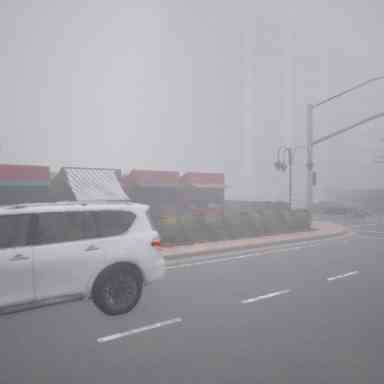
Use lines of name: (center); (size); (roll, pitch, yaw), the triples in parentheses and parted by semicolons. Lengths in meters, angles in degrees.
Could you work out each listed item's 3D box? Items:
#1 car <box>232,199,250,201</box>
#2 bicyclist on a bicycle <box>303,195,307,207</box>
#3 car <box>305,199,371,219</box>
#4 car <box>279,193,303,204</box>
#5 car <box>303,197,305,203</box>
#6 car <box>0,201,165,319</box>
car: (4.978, 1.420, 33.032); (1.882, 1.535, 5.008); (0, 0, -36)
bicyclist on a bicycle: (15.497, 1.242, 44.900); (1.656, 1.620, 0.582); (0, 0, -36)
car: (12.663, 1.434, 28.470); (2.128, 1.511, 4.902); (0, 0, -36)
car: (16.573, 1.110, 57.383); (1.905, 1.878, 3.866); (0, 0, -36)
car: (18.964, 1.109, 59.095); (1.905, 1.878, 3.866); (0, 0, -36)
car: (-3.156, 1.221, 6.009); (5.566, 2.045, 2.150); (0, 0, -35)
